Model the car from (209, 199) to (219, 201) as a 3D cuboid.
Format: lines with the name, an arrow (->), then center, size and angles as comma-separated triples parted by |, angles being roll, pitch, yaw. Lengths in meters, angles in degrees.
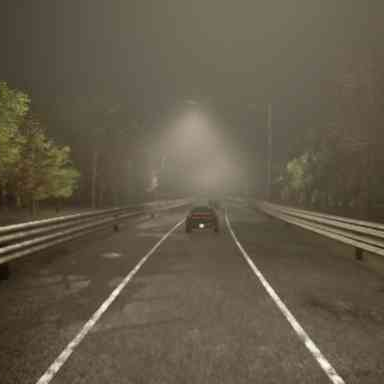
car -> 3.128, 1.682, 48.093 | 2.033, 1.411, 5.357 | 0, 0, 6

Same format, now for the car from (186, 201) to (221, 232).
car -> 0.690, 1.552, 20.402 | 1.837, 1.490, 4.892 | 0, 0, 4
